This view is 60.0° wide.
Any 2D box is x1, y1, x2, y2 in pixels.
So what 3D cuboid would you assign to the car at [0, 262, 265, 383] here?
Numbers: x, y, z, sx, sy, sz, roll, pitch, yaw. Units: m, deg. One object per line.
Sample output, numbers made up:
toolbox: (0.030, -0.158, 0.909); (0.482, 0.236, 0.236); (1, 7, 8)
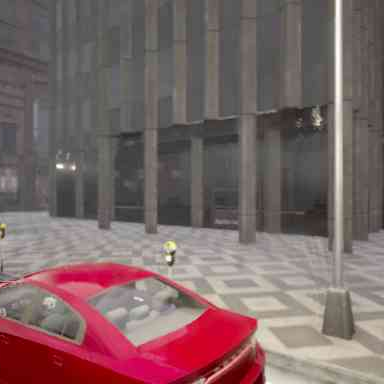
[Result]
car: (-1.404, 1.541, 3.962); (4.507, 1.381, 1.887); (0, 0, 35)
